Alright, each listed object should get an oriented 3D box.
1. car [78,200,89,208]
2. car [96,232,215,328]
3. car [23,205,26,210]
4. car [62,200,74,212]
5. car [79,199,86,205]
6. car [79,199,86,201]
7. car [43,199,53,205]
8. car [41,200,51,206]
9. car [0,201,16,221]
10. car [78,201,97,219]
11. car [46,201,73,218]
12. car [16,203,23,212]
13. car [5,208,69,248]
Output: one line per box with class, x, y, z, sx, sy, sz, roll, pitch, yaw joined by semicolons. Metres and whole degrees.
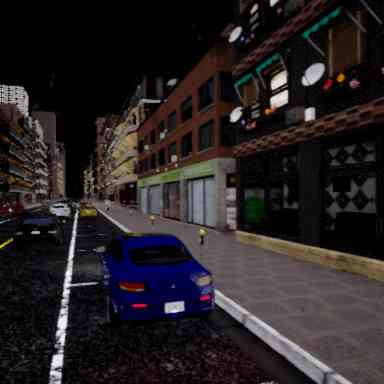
car;-21.529;2.318;66.046;2.008;1.369;4.403;0;-1;-19
car;-1.005;1.599;7.204;1.812;1.442;4.674;0;-1;-19
car;-22.195;2.104;42.008;1.887;1.381;4.507;0;-1;-19
car;-18.235;1.935;48.335;2.097;1.767;4.553;0;-1;-19
car;-28.851;2.542;87.547;1.752;1.417;4.829;0;-1;-19
car;-14.262;2.063;44.706;1.887;1.381;4.507;0;-1;-19
car;-36.732;2.606;84.687;2.008;1.369;4.403;0;-1;-19
car;-34.914;2.544;79.352;2.008;1.369;4.403;0;-1;-19
car;-18.562;1.750;31.340;2.192;1.841;5.009;0;-1;-19
car;-10.682;1.921;34.197;1.752;1.417;4.829;0;-1;-19
car;-13.224;1.934;33.313;1.812;1.442;4.674;0;-1;-19
car;-20.379;1.937;36.673;1.967;1.590;4.097;0;-1;-19
car;-7.243;1.752;16.063;2.033;1.411;5.357;0;-1;-19
